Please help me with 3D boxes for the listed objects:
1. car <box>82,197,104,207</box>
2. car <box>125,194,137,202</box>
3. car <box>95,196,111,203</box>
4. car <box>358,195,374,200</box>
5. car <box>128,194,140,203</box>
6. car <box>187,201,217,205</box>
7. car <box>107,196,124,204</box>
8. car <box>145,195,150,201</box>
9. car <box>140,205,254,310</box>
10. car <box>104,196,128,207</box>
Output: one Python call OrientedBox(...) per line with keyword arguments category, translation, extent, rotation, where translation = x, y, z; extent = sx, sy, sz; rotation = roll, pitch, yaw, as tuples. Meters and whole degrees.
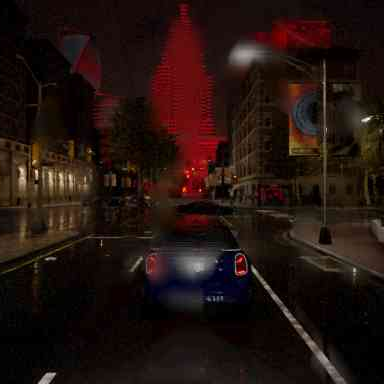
OrientedBox(category="car", translation=(-15.090, 1.491, 50.462), extent=(2.128, 1.511, 4.902), rotation=(0, 0, 2))
OrientedBox(category="car", translation=(-14.733, 1.355, 80.122), extent=(2.097, 1.767, 4.553), rotation=(0, 0, 0))
OrientedBox(category="car", translation=(-18.025, 1.595, 67.492), extent=(1.895, 1.301, 4.718), rotation=(0, 0, 0))
OrientedBox(category="car", translation=(34.674, 1.481, 68.709), extent=(2.231, 1.521, 4.892), rotation=(0, 0, 0))
OrientedBox(category="car", translation=(-11.277, 1.525, 67.604), extent=(1.812, 1.442, 4.674), rotation=(0, 0, 0))
OrientedBox(category="car", translation=(1.220, 1.547, 31.537), extent=(5.357, 1.411, 2.033), rotation=(0, 0, 17))
OrientedBox(category="car", translation=(-14.805, 1.547, 64.904), extent=(2.033, 1.411, 5.357), rotation=(0, 0, 1))
OrientedBox(category="car", translation=(-11.233, 1.478, 79.949), extent=(1.882, 1.535, 5.008), rotation=(0, 0, 0))
OrientedBox(category="car", translation=(0.100, 1.352, 7.983), extent=(2.097, 1.767, 4.553), rotation=(0, 0, 0))
OrientedBox(category="car", translation=(-11.430, 1.564, 50.289), extent=(1.994, 1.385, 4.181), rotation=(0, 0, 0))
